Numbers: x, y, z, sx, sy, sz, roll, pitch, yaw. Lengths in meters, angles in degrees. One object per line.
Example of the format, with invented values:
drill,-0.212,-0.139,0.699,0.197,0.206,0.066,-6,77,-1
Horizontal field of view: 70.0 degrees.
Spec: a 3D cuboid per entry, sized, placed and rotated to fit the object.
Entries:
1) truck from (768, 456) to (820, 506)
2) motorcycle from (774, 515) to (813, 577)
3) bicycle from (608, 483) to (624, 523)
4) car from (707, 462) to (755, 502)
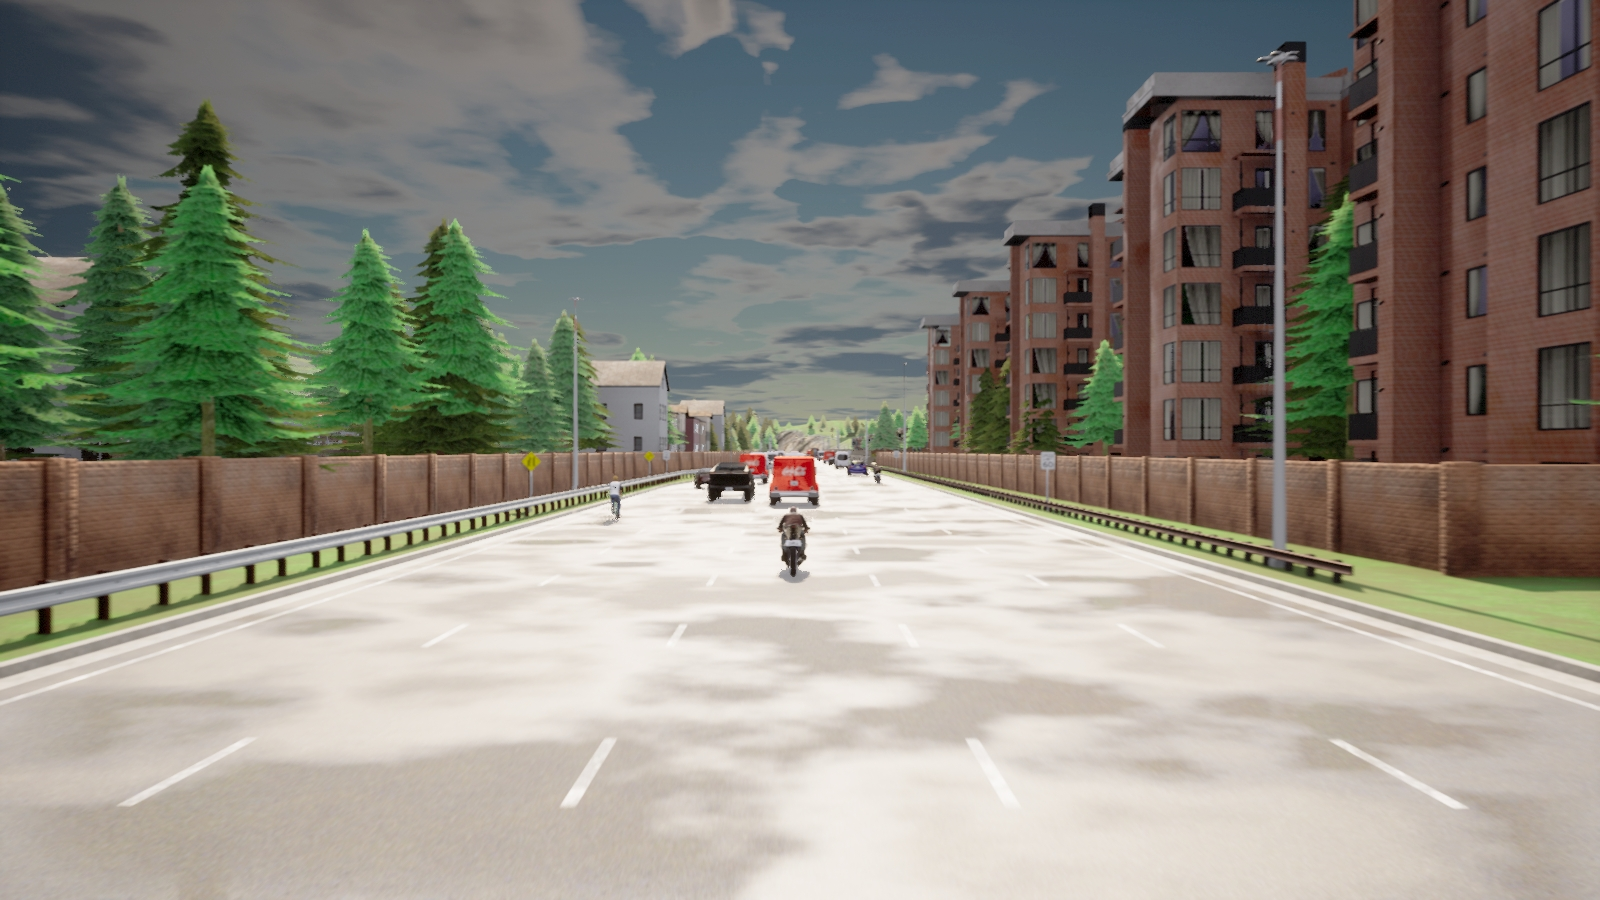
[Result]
truck,-0.300,1.569,60.193,2.627,2.467,5.204,0,0,0
motorcycle,-0.152,2.206,26.492,0.867,1.251,2.209,0,0,0
bicycle,-7.235,2.058,44.927,0.373,1.496,1.643,0,0,0
car,-3.819,1.756,64.468,2.390,2.098,6.274,0,0,0
